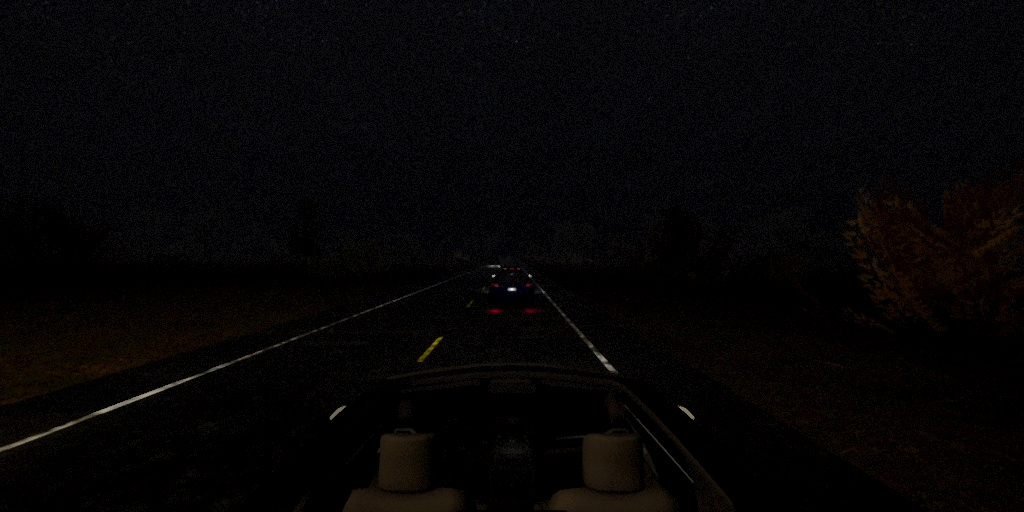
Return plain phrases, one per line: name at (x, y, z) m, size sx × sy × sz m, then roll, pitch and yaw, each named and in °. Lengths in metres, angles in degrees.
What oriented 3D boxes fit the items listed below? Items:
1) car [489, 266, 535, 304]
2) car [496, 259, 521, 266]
car at (0.000, 1.324, 16.500) m, size 1.994 × 1.385 × 4.181 m, roll 0°, pitch 0°, yaw 0°
car at (0.000, 1.253, 31.500) m, size 2.128 × 1.511 × 4.902 m, roll 0°, pitch 0°, yaw 0°
